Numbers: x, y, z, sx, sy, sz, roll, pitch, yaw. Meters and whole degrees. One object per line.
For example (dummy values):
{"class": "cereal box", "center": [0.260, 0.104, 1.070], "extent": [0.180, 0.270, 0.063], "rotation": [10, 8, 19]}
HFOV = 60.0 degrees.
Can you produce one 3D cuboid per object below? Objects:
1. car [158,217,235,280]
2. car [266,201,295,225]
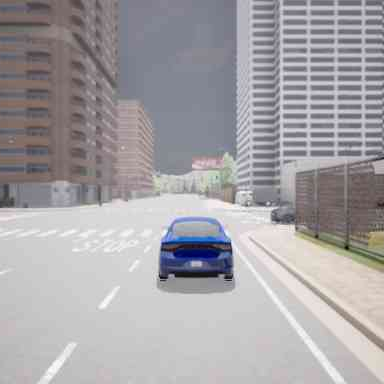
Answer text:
{"class": "car", "center": [0.101, 1.470, 9.968], "extent": [1.882, 1.535, 5.008], "rotation": [0, 0, 0]}
{"class": "car", "center": [7.573, 1.490, 22.834], "extent": [4.181, 1.385, 1.994], "rotation": [0, 0, -4]}
